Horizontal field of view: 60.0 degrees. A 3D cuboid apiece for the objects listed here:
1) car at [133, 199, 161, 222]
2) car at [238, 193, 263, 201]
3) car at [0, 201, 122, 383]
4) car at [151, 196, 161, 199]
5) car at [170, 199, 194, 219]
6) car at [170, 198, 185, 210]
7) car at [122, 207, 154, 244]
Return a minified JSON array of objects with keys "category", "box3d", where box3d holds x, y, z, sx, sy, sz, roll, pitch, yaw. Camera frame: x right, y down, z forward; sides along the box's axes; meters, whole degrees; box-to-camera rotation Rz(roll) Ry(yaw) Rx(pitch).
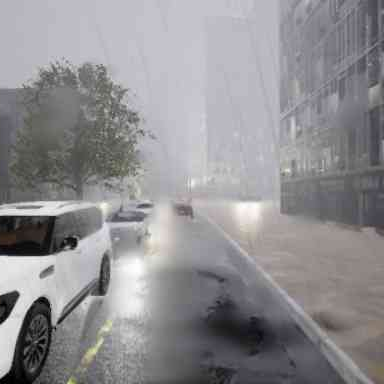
[{"category":"car","box3d":[-3.554,1.492,25.958,1.812,1.442,4.674,0,0,-3]},{"category":"car","box3d":[11.829,1.097,67.600,5.009,1.841,2.192,0,-1,13]},{"category":"car","box3d":[-2.909,1.216,5.714,2.150,2.045,5.566,0,0,0]},{"category":"car","box3d":[-6.483,1.393,59.821,1.882,1.535,5.008,0,0,-7]},{"category":"car","box3d":[-0.901,1.440,29.069,1.882,1.535,5.008,0,0,-4]},{"category":"car","box3d":[-1.975,1.542,43.794,1.895,1.301,4.718,0,0,-5]},{"category":"car","box3d":[-3.083,1.582,15.691,1.895,1.301,4.718,0,0,-2]}]
